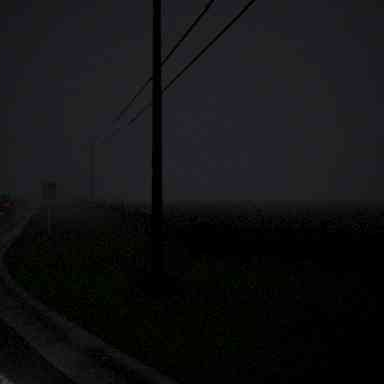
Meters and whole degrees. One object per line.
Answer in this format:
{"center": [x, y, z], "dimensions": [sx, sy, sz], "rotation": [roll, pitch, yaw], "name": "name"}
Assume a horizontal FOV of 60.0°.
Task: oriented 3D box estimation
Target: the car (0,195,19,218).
{"center": [-17.906, 1.296, 31.135], "dimensions": [2.150, 2.045, 5.566], "rotation": [0, 0, -23], "name": "car"}

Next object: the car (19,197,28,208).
{"center": [-26.180, 1.467, 50.459], "dimensions": [2.097, 1.767, 4.553], "rotation": [0, 0, -23], "name": "car"}
